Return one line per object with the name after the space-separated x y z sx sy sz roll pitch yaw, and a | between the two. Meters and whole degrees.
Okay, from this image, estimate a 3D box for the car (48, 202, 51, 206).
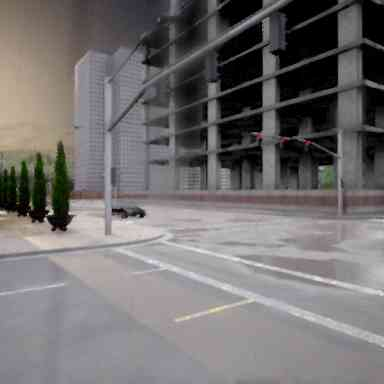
-23.126 1.408 54.397 2.097 1.767 4.553 0 0 -35 | car

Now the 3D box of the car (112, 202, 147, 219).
-5.997 1.605 29.910 2.033 1.411 5.357 0 0 -35 | car
